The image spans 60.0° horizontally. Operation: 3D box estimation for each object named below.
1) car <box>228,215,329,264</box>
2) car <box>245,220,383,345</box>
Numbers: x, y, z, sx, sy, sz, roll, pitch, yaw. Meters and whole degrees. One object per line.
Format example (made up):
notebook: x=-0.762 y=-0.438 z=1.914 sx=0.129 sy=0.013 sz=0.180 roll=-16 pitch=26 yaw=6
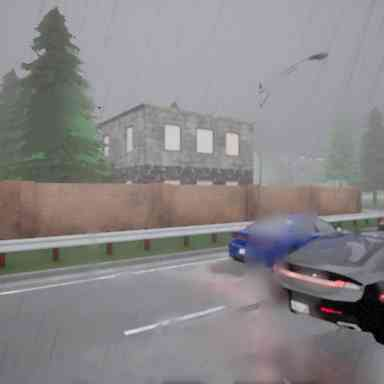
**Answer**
car: x=3.399 y=1.466 z=10.486 sx=5.008 sy=1.535 sz=1.882 roll=0 pitch=0 yaw=-35
car: x=3.569 y=1.483 z=6.310 sx=4.902 sy=1.511 sz=2.128 roll=0 pitch=0 yaw=-35
